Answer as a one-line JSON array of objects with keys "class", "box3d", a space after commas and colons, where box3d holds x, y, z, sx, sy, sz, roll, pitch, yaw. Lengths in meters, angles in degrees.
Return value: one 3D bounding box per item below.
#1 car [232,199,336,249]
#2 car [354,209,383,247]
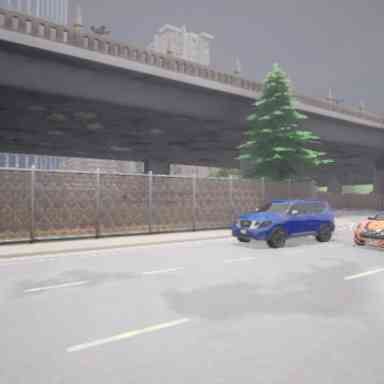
[{"class": "car", "box3d": [4.459, 1.364, 15.686, 5.566, 2.045, 2.150, 1, 0, -35]}, {"class": "car", "box3d": [9.261, 1.534, 14.972, 4.553, 1.767, 2.097, 1, 0, -37]}]
